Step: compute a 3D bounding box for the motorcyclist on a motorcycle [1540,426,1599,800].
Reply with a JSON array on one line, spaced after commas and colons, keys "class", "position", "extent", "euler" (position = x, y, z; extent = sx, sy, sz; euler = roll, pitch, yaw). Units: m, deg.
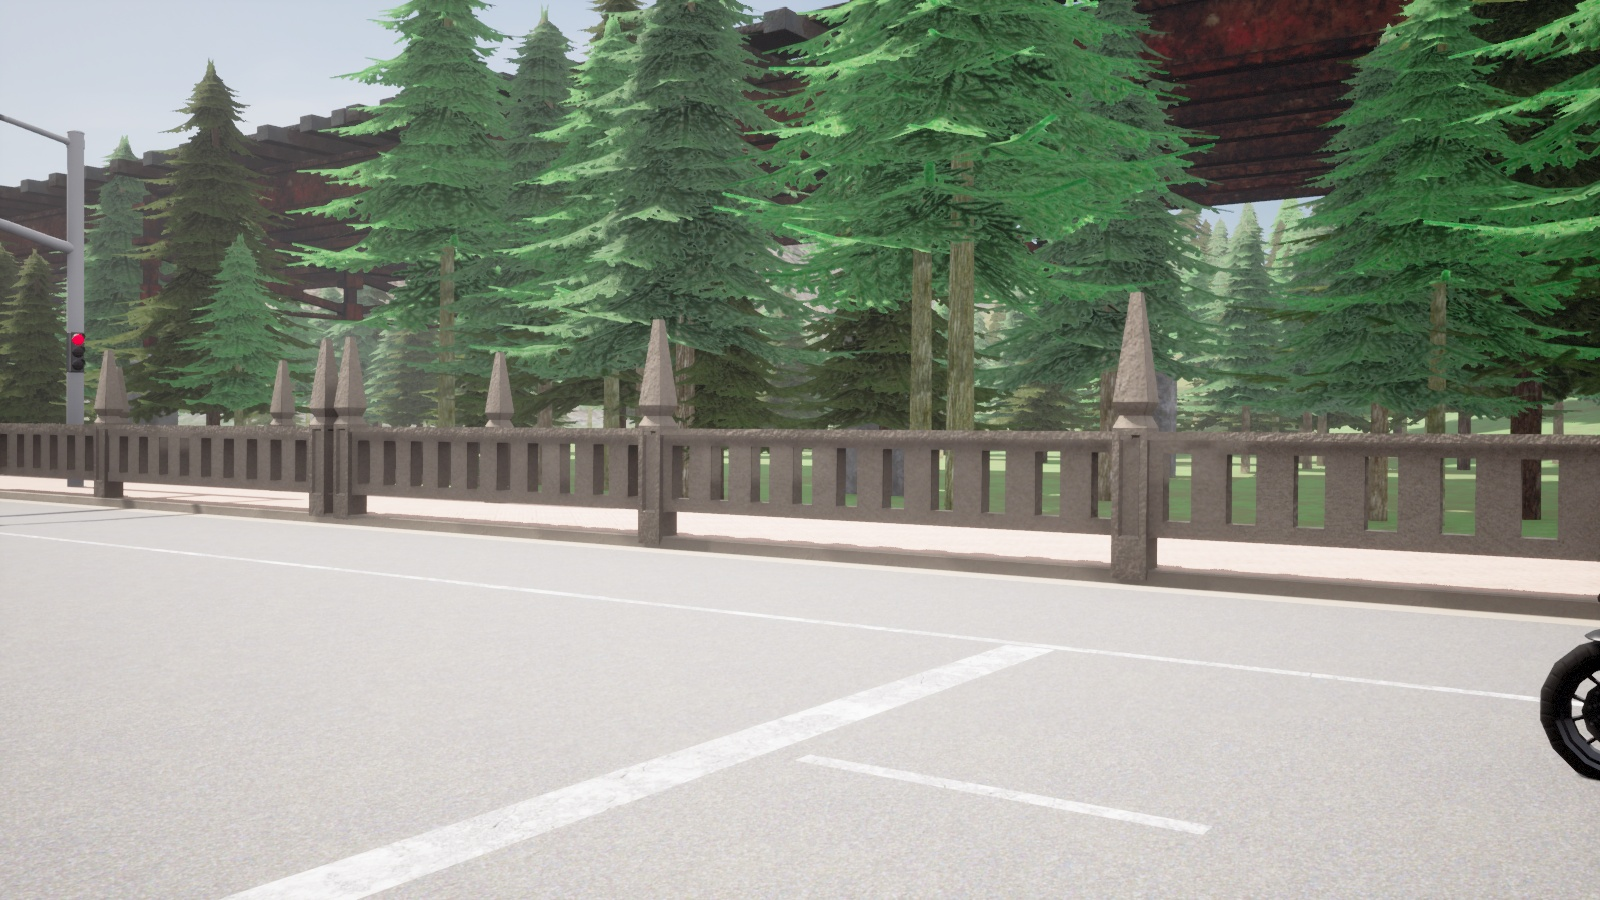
[{"class": "motorcyclist on a motorcycle", "position": [4.247, 0.660, 5.004], "extent": [2.191, 1.530, 0.866], "euler": [0, 1, 34]}]
